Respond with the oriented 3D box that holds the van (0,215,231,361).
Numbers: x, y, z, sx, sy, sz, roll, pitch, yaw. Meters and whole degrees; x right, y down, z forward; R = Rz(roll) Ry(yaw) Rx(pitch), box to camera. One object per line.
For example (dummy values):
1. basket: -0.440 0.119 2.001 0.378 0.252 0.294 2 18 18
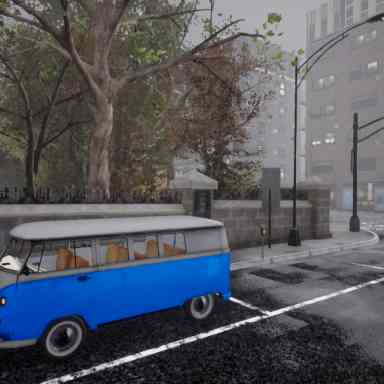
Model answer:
1. van: -1.188 1.342 5.642 3.998 1.788 1.690 0 1 -35
